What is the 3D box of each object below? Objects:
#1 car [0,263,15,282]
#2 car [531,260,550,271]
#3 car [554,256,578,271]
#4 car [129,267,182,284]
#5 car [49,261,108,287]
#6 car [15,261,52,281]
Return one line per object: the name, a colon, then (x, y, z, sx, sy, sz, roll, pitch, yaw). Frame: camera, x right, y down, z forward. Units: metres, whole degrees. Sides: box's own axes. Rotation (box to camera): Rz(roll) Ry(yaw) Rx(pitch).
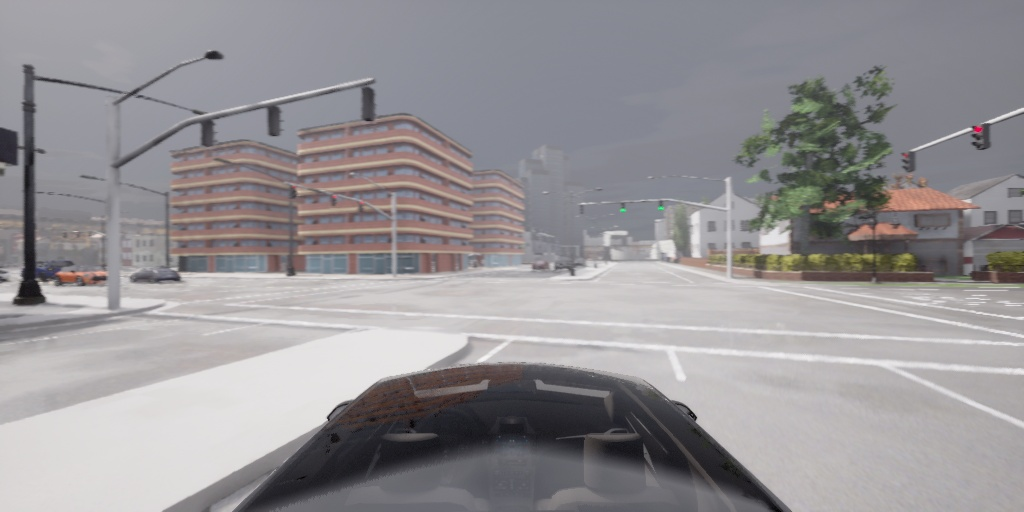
car: (-50.698, 1.548, 34.140, 5.566, 2.045, 2.150, -1, 0, 18)
car: (4.260, 1.349, 52.757, 1.882, 1.535, 5.008, -1, 0, 19)
car: (7.573, 1.058, 51.635, 2.150, 2.045, 5.566, -1, 0, 19)
car: (-31.818, 1.699, 32.003, 4.181, 1.385, 1.994, -1, 0, 18)
car: (-34.258, 1.500, 28.927, 4.553, 1.767, 2.097, -1, 0, 18)
car: (-47.794, 1.516, 37.016, 5.566, 2.045, 2.150, -1, 0, 17)
